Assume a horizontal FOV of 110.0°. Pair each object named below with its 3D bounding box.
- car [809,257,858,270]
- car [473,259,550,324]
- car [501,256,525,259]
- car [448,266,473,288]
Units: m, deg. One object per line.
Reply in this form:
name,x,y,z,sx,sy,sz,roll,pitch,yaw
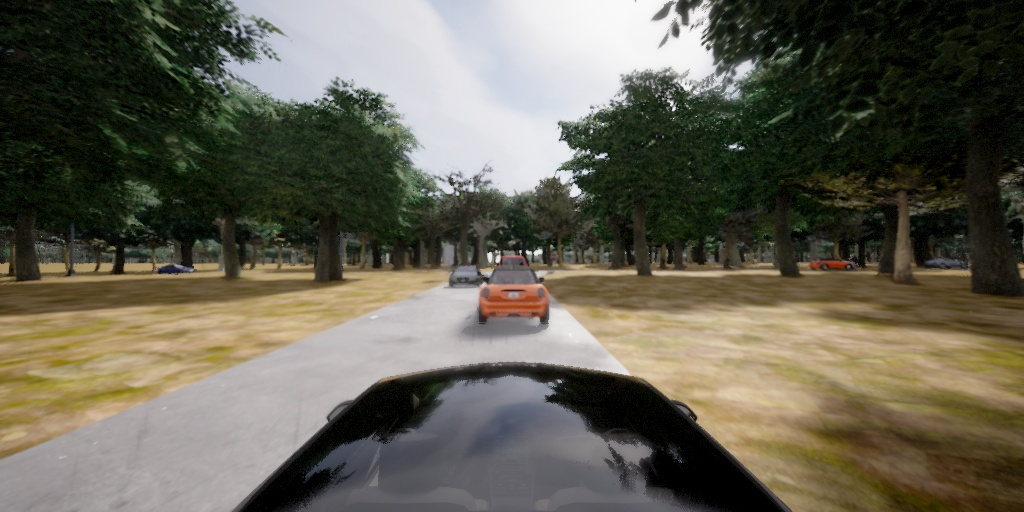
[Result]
car,42.712,0.987,47.994,4.553,1.767,2.097,0,-2,2
car,0.067,1.107,12.199,2.097,1.767,4.553,0,0,0
car,0.057,1.027,25.400,2.150,2.045,5.566,0,0,1
car,-3.070,1.364,24.457,1.994,1.385,4.181,0,0,0
